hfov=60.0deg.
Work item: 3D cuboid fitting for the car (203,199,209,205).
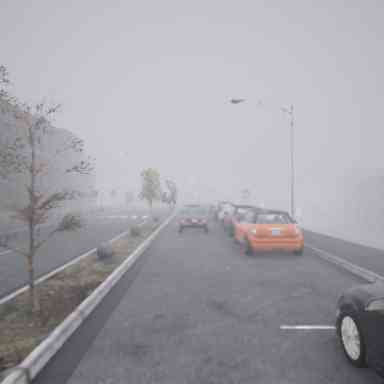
[{"bbox_3d":[2.979,2.002,47.108,2.231,1.521,4.892,0,-1,0],"label":"car"}]

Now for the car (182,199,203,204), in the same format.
[{"bbox_3d":[0.090,1.944,41.366,1.837,1.490,4.892,0,-1,0],"label":"car"}]

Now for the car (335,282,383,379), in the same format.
[{"bbox_3d":[2.998,1.508,2.943,2.231,1.521,4.892,0,-1,0],"label":"car"}]

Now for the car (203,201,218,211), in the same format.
[{"bbox_3d":[2.865,2.136,52.654,2.002,1.452,4.674,0,-1,-1],"label":"car"}]

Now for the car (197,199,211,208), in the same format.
[{"bbox_3d":[2.282,2.170,63.712,2.185,1.767,4.553,0,-1,-4],"label":"car"}]

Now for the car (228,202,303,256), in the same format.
[{"bbox_3d":[2.994,1.487,13.960,2.185,1.767,4.553,0,-1,0],"label":"car"}]

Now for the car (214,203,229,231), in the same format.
[{"bbox_3d":[2.992,1.775,25.155,2.002,1.452,4.674,0,-1,0],"label":"car"}]

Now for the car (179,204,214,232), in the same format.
[{"bbox_3d":[0.096,1.766,21.938,2.033,1.411,5.357,0,-1,0],"label":"car"}]

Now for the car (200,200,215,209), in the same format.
[{"bbox_3d":[2.632,2.196,58.197,2.097,1.535,5.008,0,-1,-2],"label":"car"}]

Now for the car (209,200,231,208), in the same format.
[{"bbox_3d":[2.991,1.672,30.650,2.185,1.767,4.553,0,-1,0],"label":"car"}]

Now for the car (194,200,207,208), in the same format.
[{"bbox_3d":[1.785,2.429,69.415,2.163,1.488,4.792,0,-1,-5],"label":"car"}]

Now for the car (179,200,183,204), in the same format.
[{"bbox_3d":[-1.270,2.610,91.386,2.435,2.045,5.566,0,-1,-10],"label":"car"}]
